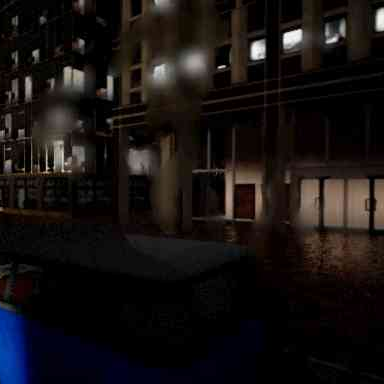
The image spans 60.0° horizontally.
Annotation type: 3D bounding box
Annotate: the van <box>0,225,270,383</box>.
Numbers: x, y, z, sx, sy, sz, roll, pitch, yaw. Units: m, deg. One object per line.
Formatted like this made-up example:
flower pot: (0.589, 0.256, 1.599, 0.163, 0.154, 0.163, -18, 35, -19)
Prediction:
van: (-1.167, 1.332, 3.648, 3.998, 1.788, 1.690, 0, 1, 34)
